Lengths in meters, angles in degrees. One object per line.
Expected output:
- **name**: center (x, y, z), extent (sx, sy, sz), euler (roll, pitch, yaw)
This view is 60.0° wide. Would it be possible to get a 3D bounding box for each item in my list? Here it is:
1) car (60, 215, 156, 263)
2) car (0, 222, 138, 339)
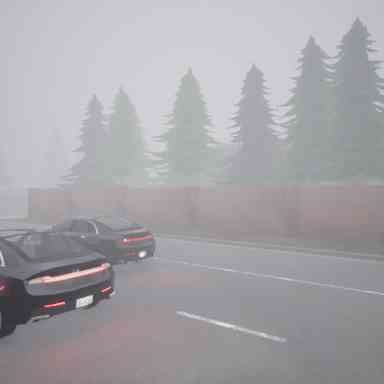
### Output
- **car**: center (-3.355, 1.502, 10.700), extent (4.892, 1.490, 1.837), euler (0, 0, 35)
- **car**: center (-3.643, 1.491, 6.600), extent (4.902, 1.511, 2.128), euler (0, 0, 36)
